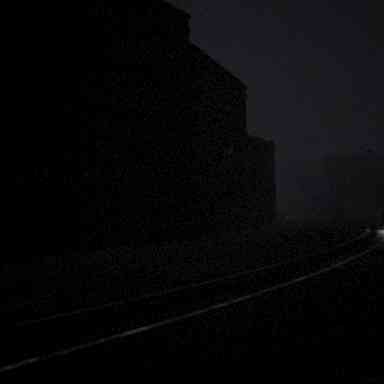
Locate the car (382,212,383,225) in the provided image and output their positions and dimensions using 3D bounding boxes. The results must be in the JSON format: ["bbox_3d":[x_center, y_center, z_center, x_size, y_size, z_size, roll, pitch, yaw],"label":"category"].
[{"bbox_3d":[16.619,1.859,26.565,2.097,1.767,4.553,-2,-2,22],"label":"car"}]

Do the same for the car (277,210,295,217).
[{"bbox_3d":[18.573,4.323,67.551,2.033,1.411,5.357,-2,-3,-17],"label":"car"}]
